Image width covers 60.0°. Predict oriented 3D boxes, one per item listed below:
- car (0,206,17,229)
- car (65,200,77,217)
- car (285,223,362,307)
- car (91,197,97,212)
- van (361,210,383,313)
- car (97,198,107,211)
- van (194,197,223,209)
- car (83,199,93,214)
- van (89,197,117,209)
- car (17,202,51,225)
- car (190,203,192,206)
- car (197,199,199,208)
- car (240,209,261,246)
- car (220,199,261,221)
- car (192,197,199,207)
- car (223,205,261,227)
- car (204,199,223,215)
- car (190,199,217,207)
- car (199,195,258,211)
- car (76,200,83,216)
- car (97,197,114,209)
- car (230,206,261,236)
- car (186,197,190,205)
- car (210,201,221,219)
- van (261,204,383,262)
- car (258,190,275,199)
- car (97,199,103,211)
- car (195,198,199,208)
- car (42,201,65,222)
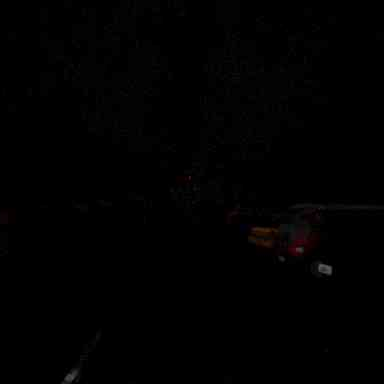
[{"bbox_3d":[-13.568,1.709,19.860,5.008,1.535,2.097,-1,0,-21],"label":"car"},{"bbox_3d":[-13.924,1.829,31.704,5.008,1.535,2.097,-1,0,-22],"label":"car"},{"bbox_3d":[4.775,1.586,7.284,4.792,1.488,2.163,1,-1,-20],"label":"car"},{"bbox_3d":[-14.353,1.795,40.588,4.553,1.767,2.185,-1,0,-23],"label":"car"},{"bbox_3d":[4.650,1.298,4.217,4.442,1.987,1.878,1,0,-20],"label":"van"},{"bbox_3d":[-14.766,2.022,46.486,4.674,1.452,2.002,-1,0,-24],"label":"car"},{"bbox_3d":[2.778,1.793,55.481,4.442,1.987,1.878,1,0,-25],"label":"van"},{"bbox_3d":[-14.383,1.889,37.545,5.366,1.575,1.946,-1,0,-23],"label":"car"},{"bbox_3d":[-15.653,1.876,58.343,4.442,1.987,1.878,-1,-1,-25],"label":"van"},{"bbox_3d":[-13.749,1.799,25.768,4.792,1.488,2.163,-1,0,-22],"label":"car"},{"bbox_3d":[2.645,1.924,58.552,4.553,1.767,2.185,1,0,-25],"label":"car"},{"bbox_3d":[3.568,1.973,46.492,4.674,1.452,2.002,1,0,-24],"label":"car"},{"bbox_3d":[4.895,1.615,13.368,5.366,1.575,1.946,1,-1,-21],"label":"car"},{"bbox_3d":[4.584,1.576,22.349,4.553,1.767,2.185,1,-1,-22],"label":"car"},{"bbox_3d":[3.133,1.992,52.520,4.892,1.521,2.231,1,0,-25],"label":"car"},{"bbox_3d":[4.647,1.674,19.328,4.892,1.521,2.231,1,-1,-21],"label":"car"},{"bbox_3d":[4.238,1.817,34.427,5.008,1.535,2.097,1,0,-23],"label":"car"},{"bbox_3d":[2.215,2.143,64.525,4.792,1.488,2.163,1,-1,-26],"label":"car"},{"bbox_3d":[4.071,1.594,37.433,5.566,2.045,2.435,1,0,-23],"label":"car"},{"bbox_3d":[-14.095,1.735,34.656,4.553,1.767,2.185,-1,-1,-22],"label":"car"},{"bbox_3d":[-14.824,2.007,49.520,5.366,1.575,1.946,-1,-1,-24],"label":"car"},{"bbox_3d":[4.707,1.644,16.310,5.008,1.535,2.097,1,0,-21],"label":"car"},{"bbox_3d":[2.164,2.072,61.465,5.366,1.575,1.946,1,0,-26],"label":"car"},{"bbox_3d":[4.449,1.759,28.393,5.008,1.535,2.097,1,-1,-22],"label":"car"},{"bbox_3d":[4.634,1.357,10.242,4.442,1.987,1.878,1,0,-20],"label":"van"},{"bbox_3d":[16.836,0.946,76.742,2.002,1.452,4.674,-6,3,-31],"label":"car"},{"bbox_3d":[-14.561,1.991,43.532,4.674,1.452,2.002,-1,0,-24],"label":"car"},{"bbox_3d":[3.350,2.002,49.509,4.674,1.452,2.002,1,-1,-24],"label":"car"},{"bbox_3d":[-13.788,1.829,28.762,4.792,1.488,2.163,-1,-1,-22],"label":"car"}]
